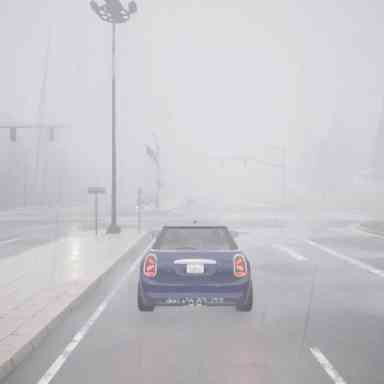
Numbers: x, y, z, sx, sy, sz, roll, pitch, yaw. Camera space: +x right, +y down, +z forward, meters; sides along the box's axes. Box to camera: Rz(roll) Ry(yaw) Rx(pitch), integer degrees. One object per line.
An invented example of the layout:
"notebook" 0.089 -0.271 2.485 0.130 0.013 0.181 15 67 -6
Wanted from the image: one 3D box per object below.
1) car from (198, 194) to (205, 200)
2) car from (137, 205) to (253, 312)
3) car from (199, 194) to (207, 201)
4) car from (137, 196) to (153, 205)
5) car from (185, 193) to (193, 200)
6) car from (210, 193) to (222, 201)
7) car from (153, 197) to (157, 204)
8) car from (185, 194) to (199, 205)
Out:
"car" 2.688 1.442 95.603 1.882 1.535 5.008 0 0 -1
"car" 0.071 1.352 7.897 2.097 1.767 4.553 0 0 0
"car" 2.852 1.513 85.279 1.812 1.442 4.674 0 0 -1
"car" -8.282 1.505 57.059 1.837 1.490 4.892 0 0 -1
"car" -0.812 1.189 95.577 2.150 2.045 5.566 0 0 -1
"car" 6.357 1.215 85.008 2.150 2.045 5.566 0 0 -1
"car" -8.370 1.505 66.268 1.837 1.490 4.892 0 0 0
"car" -0.161 1.526 54.717 1.812 1.442 4.674 0 0 -1
